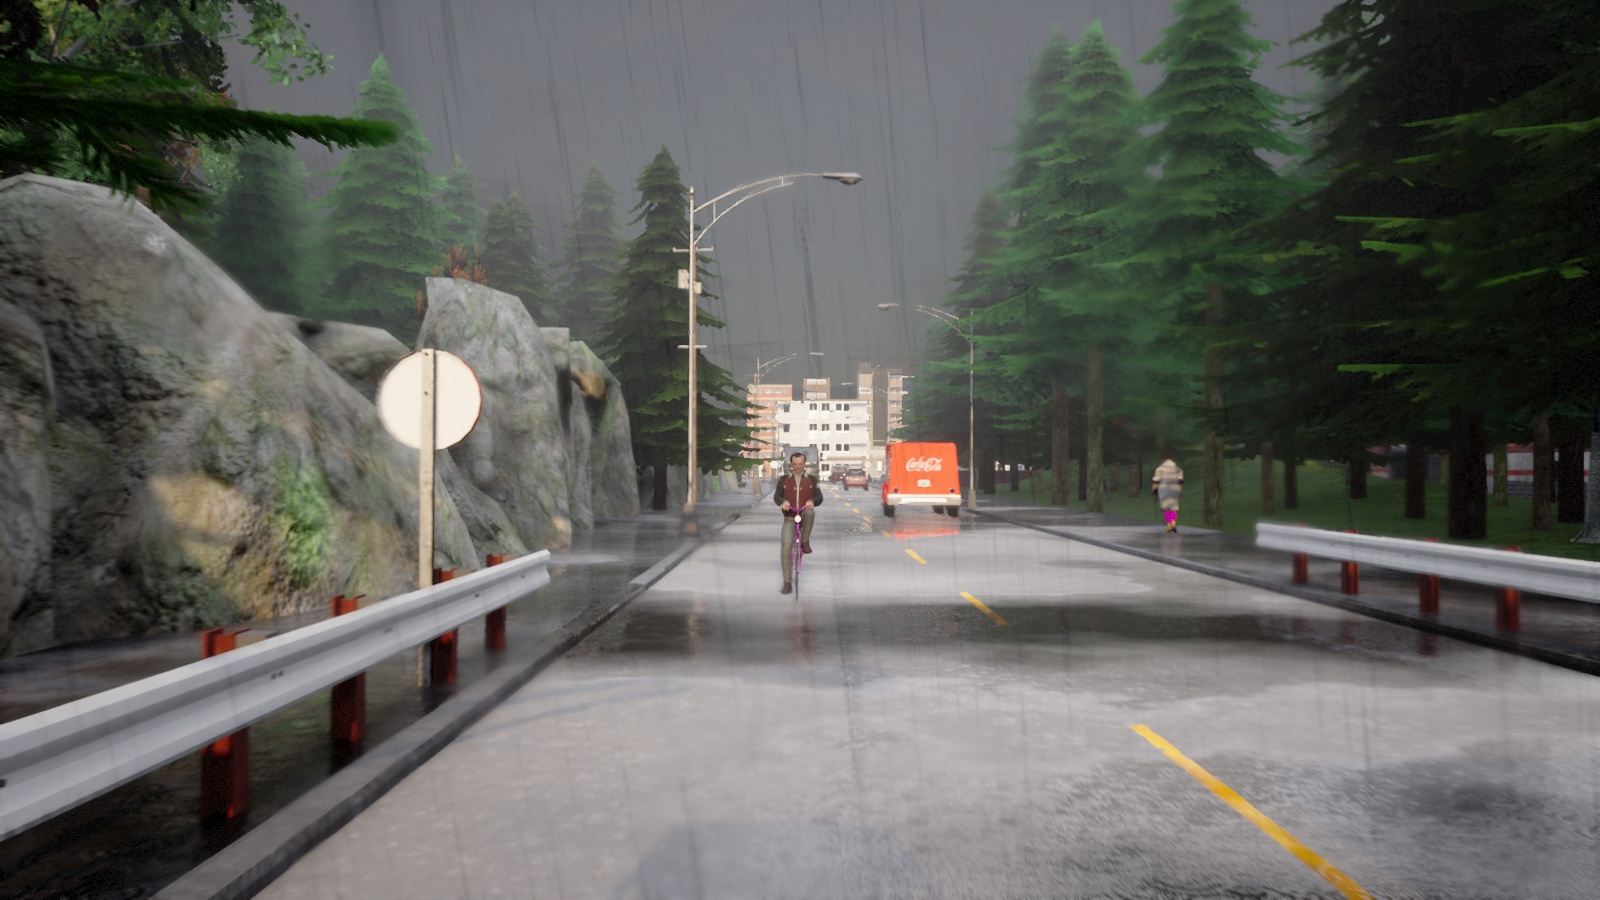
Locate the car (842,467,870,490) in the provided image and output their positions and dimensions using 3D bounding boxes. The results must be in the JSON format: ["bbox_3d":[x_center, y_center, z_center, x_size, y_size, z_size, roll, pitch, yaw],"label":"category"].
[{"bbox_3d":[4.126,2.097,93.239,1.851,1.617,3.988,0,-1,0],"label":"car"}]

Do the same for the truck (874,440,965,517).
[{"bbox_3d":[4.031,0.963,43.330,2.627,2.467,5.204,0,-1,0],"label":"truck"}]

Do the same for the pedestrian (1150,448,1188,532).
[{"bbox_3d":[8.705,0.933,29.636,0.659,1.952,0.873,0,-1,2],"label":"pedestrian"}]

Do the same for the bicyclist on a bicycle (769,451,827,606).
[{"bbox_3d":[-0.020,0.912,15.267,0.659,1.776,1.843,0,-1,0],"label":"bicyclist on a bicycle"}]
